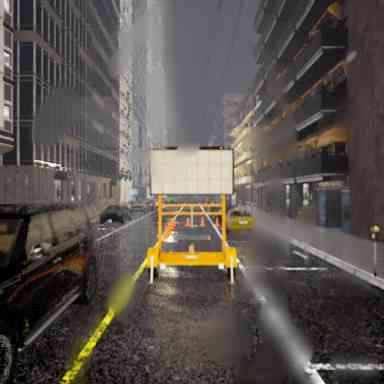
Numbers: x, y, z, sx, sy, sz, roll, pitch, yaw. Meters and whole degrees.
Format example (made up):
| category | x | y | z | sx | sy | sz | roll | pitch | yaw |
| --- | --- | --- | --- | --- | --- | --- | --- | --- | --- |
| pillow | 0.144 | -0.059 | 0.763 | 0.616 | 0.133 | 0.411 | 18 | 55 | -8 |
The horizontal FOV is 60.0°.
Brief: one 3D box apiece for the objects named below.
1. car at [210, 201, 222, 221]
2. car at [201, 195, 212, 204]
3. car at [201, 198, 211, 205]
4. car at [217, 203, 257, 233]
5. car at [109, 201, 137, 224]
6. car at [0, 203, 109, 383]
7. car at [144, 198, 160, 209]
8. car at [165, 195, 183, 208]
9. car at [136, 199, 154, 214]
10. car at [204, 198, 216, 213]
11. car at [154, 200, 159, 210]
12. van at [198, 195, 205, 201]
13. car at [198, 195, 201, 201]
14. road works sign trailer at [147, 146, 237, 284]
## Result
| category | x | y | z | sx | sy | sz | roll | pitch | yaw |
| --- | --- | --- | --- | --- | --- | --- | --- | --- | --- |
| car | 2.687 | 1.638 | 25.229 | 1.947 | 1.339 | 4.313 | 0 | 0 | 0 |
| car | 2.683 | 1.586 | 47.823 | 1.967 | 1.590 | 4.097 | 0 | 0 | 0 |
| car | 2.680 | 1.787 | 64.769 | 1.802 | 1.307 | 4.206 | 0 | 0 | 0 |
| car | 2.688 | 1.581 | 19.750 | 1.752 | 1.417 | 4.829 | 0 | 0 | 0 |
| car | -5.694 | 1.638 | 25.227 | 1.947 | 1.339 | 4.313 | 0 | 0 | 0 |
| car | -3.090 | 1.236 | 5.167 | 2.150 | 2.045 | 5.566 | 0 | 0 | 0 |
| car | -5.697 | 1.671 | 47.651 | 1.752 | 1.417 | 4.829 | 0 | 0 | 0 |
| car | -3.009 | 1.371 | 52.963 | 2.150 | 2.045 | 5.566 | 0 | 0 | 0 |
| car | -5.695 | 1.659 | 36.524 | 2.008 | 1.369 | 4.403 | 0 | 0 | 0 |
| car | 2.685 | 1.659 | 36.526 | 2.008 | 1.369 | 4.403 | 0 | 0 | 0 |
| car | -5.697 | 1.567 | 42.174 | 1.967 | 1.590 | 4.097 | 0 | 0 | 0 |
| van | 2.676 | 1.654 | 93.012 | 1.690 | 1.788 | 3.998 | 0 | 0 | 0 |
| car | 2.682 | 1.500 | 59.121 | 2.192 | 1.841 | 5.009 | 0 | 0 | 0 |
| road works sign trailer | -0.002 | 0.491 | 9.645 | 2.380 | 3.560 | 2.880 | 0 | 0 | 0 |
